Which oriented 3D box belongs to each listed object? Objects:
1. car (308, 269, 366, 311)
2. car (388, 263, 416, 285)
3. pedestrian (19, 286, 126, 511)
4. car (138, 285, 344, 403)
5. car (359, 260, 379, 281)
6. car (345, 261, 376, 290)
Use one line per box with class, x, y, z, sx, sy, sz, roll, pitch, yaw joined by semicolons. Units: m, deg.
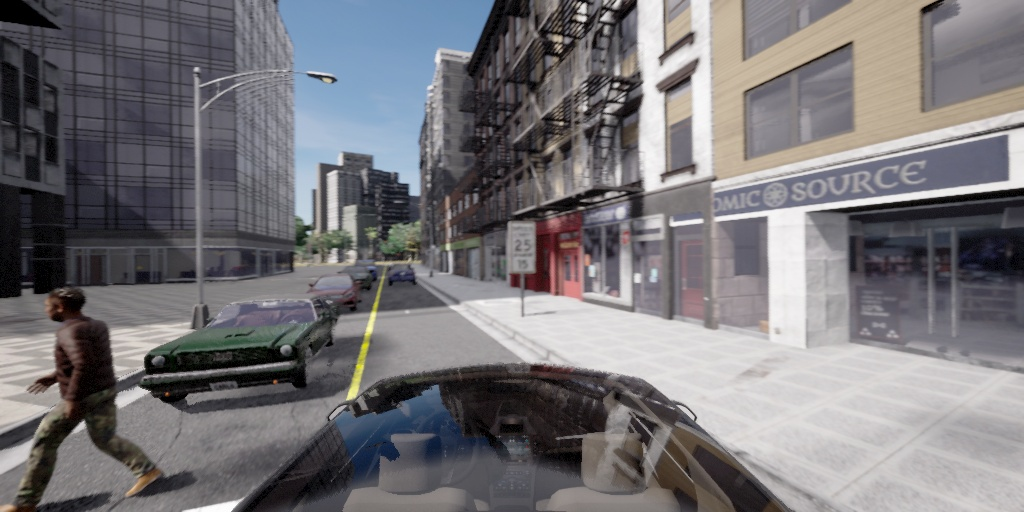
car;-7.563;1.495;15.488;1.812;1.442;4.674;-1;0;-19
car;-9.345;1.440;30.349;2.097;1.767;4.553;-1;0;-19
pedestrian;-3.559;1.110;2.917;0.375;1.860;0.375;-1;0;-19
car;-4.611;1.464;6.911;1.895;1.301;4.718;-1;0;-19
car;-14.270;1.411;34.936;2.150;2.045;5.566;-1;0;-19
car;-10.830;1.431;24.887;2.097;1.767;4.553;-1;0;-19
